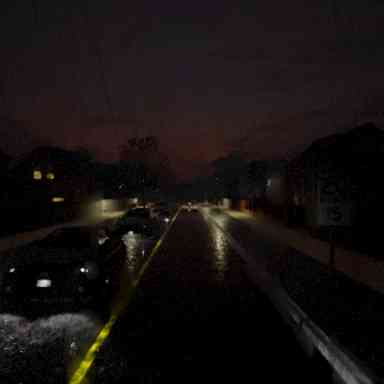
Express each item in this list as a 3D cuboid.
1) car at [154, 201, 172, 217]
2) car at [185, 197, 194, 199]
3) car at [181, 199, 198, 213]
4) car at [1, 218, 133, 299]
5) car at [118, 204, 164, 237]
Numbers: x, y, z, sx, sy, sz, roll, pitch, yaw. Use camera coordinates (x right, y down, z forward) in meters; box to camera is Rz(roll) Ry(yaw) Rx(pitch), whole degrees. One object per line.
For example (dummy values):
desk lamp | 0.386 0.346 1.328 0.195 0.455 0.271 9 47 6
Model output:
car | -3.077 1.666 33.036 1.812 1.442 4.674 0 0 0
car | -0.402 1.630 49.752 2.097 1.767 4.553 0 -1 -2
car | -0.301 1.793 39.719 1.895 1.301 4.718 0 0 0
car | -2.907 1.588 8.449 1.994 1.385 4.181 0 0 -1
car | -2.983 1.608 18.870 2.033 1.411 5.357 0 0 0
